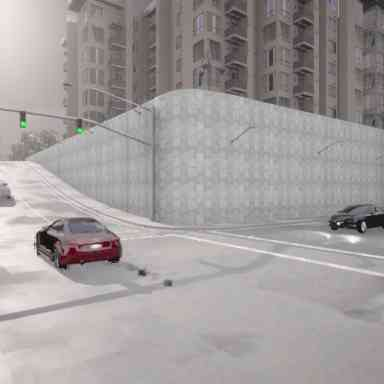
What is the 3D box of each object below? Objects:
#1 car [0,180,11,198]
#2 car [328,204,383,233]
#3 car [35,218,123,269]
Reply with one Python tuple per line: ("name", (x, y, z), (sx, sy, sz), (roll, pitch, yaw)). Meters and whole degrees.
("car", (-18.303, -0.372, 31.267), (1.812, 1.442, 4.674), (0, 10, -36))
("car", (10.067, 1.505, 19.786), (4.892, 1.490, 1.837), (0, 0, -36))
("car", (-3.990, 1.565, 11.368), (1.994, 1.385, 4.181), (0, 0, -36))
